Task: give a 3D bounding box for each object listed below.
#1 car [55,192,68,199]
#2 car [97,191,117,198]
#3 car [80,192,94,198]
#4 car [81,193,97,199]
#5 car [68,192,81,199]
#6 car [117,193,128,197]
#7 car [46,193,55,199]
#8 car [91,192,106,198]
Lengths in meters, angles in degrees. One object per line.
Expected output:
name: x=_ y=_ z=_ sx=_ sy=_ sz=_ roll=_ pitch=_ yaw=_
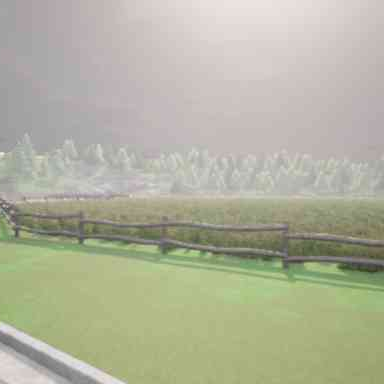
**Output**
car: x=-30.651 y=0.816 z=81.456 sx=2.097 sy=1.767 sz=4.553 roll=0 pitch=0 yaw=10
car: x=-20.312 y=1.069 z=79.635 sx=1.812 sy=1.442 sz=4.674 roll=0 pitch=0 yaw=10
car: x=-28.858 y=0.841 z=91.231 sx=1.994 sy=1.385 sz=4.181 roll=0 pitch=0 yaw=10
car: x=-23.854 y=0.994 z=79.720 sx=1.882 sy=1.535 sz=5.008 roll=0 pitch=0 yaw=10
car: x=-27.297 y=0.989 z=80.351 sx=1.837 sy=1.490 sz=4.892 roll=0 pitch=0 yaw=10
car: x=-18.531 y=0.894 z=89.337 sx=1.812 sy=1.442 sz=4.674 roll=0 pitch=0 yaw=10
car: x=-34.107 y=0.997 z=82.024 sx=1.994 sy=1.385 sz=4.181 roll=0 pitch=0 yaw=10
car: x=-25.416 y=0.855 z=90.600 sx=2.033 sy=1.411 sz=5.357 roll=0 pitch=0 yaw=10
